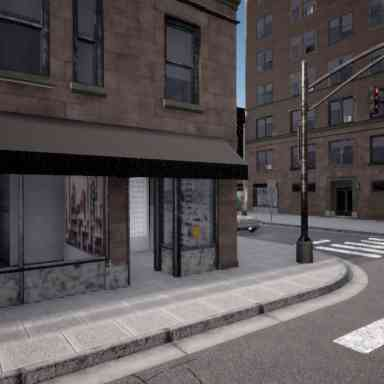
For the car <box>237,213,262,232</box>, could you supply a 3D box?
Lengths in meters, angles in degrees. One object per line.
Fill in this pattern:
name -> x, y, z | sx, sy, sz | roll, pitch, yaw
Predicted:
car -> 1.775, 1.593, 19.247 | 1.895, 1.301, 4.718 | 0, 0, -36
